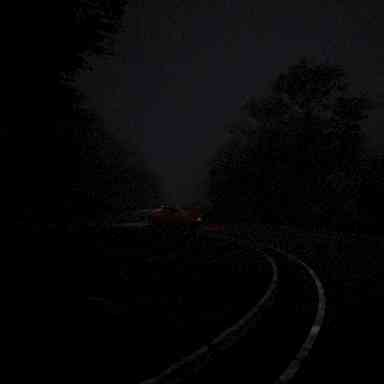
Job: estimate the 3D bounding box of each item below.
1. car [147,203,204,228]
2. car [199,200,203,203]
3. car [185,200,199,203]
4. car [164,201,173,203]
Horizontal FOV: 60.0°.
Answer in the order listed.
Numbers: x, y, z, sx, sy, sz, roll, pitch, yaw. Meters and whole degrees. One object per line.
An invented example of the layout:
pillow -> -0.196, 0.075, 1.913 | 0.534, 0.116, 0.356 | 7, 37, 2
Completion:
car -> -1.397, 1.880, 25.958 | 5.008, 1.535, 1.882 | -1, -1, 39
car -> 1.598, 2.568, 78.301 | 1.895, 1.301, 4.718 | -1, -1, 8
car -> -0.456, 2.495, 63.707 | 2.033, 1.411, 5.357 | -1, -1, 8
car -> -4.434, 2.454, 61.017 | 1.837, 1.490, 4.892 | -1, -1, 9
